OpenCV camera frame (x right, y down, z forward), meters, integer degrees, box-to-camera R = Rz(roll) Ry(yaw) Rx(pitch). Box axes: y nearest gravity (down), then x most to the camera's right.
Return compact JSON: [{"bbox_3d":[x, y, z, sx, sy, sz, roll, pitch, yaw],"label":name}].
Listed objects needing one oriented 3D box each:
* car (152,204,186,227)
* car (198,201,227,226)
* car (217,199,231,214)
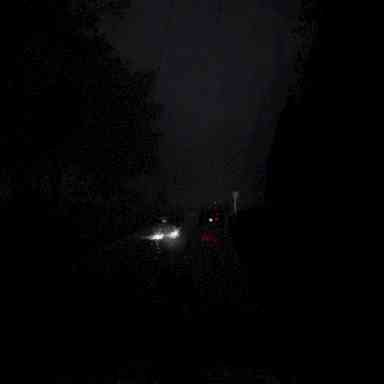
[{"bbox_3d":[-1.563,1.658,23.982,2.128,1.511,4.902,0,-1,6],"label":"car"},{"bbox_3d":[1.525,1.707,25.185,1.837,1.490,4.892,0,-1,6],"label":"car"},{"bbox_3d":[3.845,2.002,42.037,2.128,1.511,4.902,0,-1,10],"label":"car"}]
